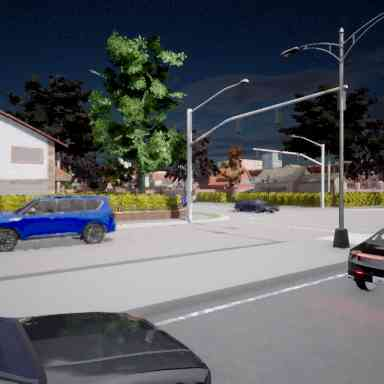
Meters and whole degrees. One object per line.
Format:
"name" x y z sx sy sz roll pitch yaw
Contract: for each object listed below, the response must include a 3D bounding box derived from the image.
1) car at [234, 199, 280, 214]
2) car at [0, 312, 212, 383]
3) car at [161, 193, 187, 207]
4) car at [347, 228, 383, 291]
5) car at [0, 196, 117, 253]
"car" 6.542 1.463 34.278 2.033 1.411 5.357 0 0 -31
"car" -2.361 1.543 2.060 5.357 1.411 2.033 0 0 -36
"car" -2.700 1.103 47.478 2.150 2.045 5.566 0 0 -36
"car" 5.573 1.474 7.720 4.902 1.511 2.128 0 0 -35
"car" -5.931 1.186 13.845 5.566 2.045 2.150 0 0 -35
